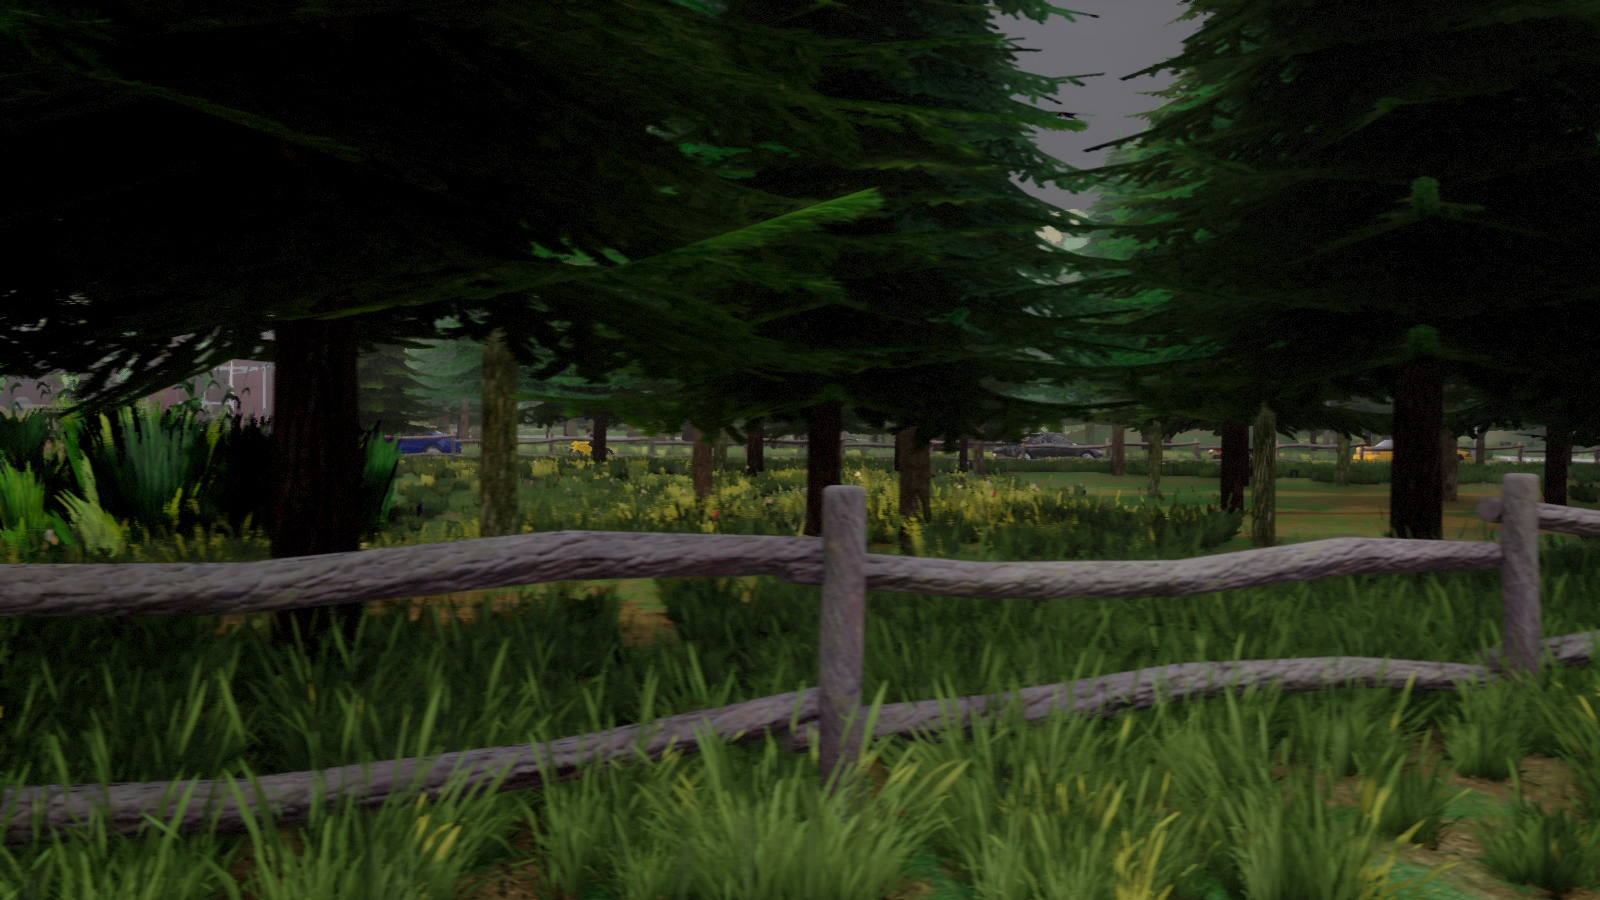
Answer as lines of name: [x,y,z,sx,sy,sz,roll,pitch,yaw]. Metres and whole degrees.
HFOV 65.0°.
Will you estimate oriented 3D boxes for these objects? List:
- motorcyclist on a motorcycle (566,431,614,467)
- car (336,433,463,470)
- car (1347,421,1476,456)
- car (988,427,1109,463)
motorcyclist on a motorcycle: [-9.326,-0.046,55.778,2.044,1.523,0.797,-1,1,-8]
car: [-17.357,0.055,54.664,5.008,1.535,1.882,-1,1,-8]
car: [28.469,-0.538,58.471,5.366,1.575,1.801,-1,1,-10]
car: [10.966,-0.233,55.549,4.892,1.490,1.837,-1,1,-9]
